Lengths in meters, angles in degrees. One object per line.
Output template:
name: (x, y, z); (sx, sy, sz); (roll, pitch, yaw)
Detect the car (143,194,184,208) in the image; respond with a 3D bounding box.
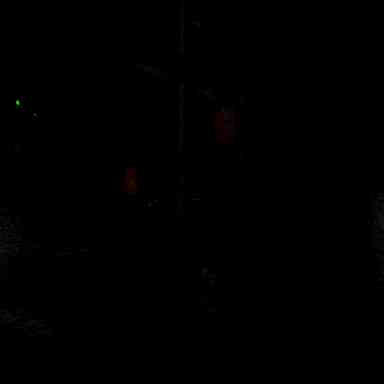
car: (-2.928, 0.913, 34.699); (1.895, 1.301, 4.718); (1, 1, 35)

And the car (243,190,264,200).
car: (9.723, 0.443, 52.518); (2.128, 1.511, 4.902); (1, 1, 35)
